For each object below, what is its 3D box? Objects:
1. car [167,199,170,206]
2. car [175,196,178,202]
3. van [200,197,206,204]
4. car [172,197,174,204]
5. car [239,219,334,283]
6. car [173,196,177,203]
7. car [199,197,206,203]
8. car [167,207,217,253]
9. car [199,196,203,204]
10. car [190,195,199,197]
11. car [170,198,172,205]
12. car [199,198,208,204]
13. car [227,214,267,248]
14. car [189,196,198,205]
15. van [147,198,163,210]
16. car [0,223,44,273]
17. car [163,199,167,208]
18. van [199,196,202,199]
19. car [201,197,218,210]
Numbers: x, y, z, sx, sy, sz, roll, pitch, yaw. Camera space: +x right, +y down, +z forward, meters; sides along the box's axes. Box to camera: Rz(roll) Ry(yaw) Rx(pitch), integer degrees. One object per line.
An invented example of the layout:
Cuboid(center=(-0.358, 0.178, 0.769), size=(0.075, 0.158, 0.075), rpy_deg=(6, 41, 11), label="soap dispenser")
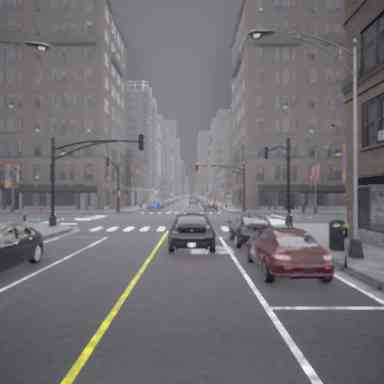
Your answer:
Cuboid(center=(-5.689, 2.151, 61.277), size=(1.947, 1.339, 4.313), rpy_deg=(0, -1, 0), label="car")
Cuboid(center=(-5.574, 2.395, 89.617), size=(1.887, 1.381, 4.507), rpy_deg=(0, -1, 0), label="car")
Cuboid(center=(2.951, 2.191, 89.594), size=(1.690, 1.788, 3.998), rpy_deg=(0, -1, 0), label="van")
Cuboid(center=(-5.643, 2.258, 72.613), size=(1.947, 1.339, 4.313), rpy_deg=(0, -1, 0), label="car")
Cuboid(center=(2.664, 1.674, 9.667), size=(1.802, 1.307, 4.206), rpy_deg=(0, -1, 0), label="car")
Cuboid(center=(-5.597, 2.364, 83.949), size=(1.947, 1.339, 4.313), rpy_deg=(0, -1, 0), label="car")
Cuboid(center=(2.974, 2.341, 95.262), size=(1.967, 1.590, 4.097), rpy_deg=(0, -1, 0), label="car")
Cuboid(center=(0.000, 1.643, 14.295), size=(1.837, 1.490, 4.892), rpy_deg=(0, 0, 0), label="car")
Cuboid(center=(2.837, 2.025, 61.248), size=(1.967, 1.590, 4.097), rpy_deg=(0, -1, 0), label="car")
Cuboid(center=(0.284, 1.889, 89.516), size=(2.150, 2.045, 5.566), rpy_deg=(0, -1, 0), label="car")
Cuboid(center=(-5.666, 2.221, 66.945), size=(1.802, 1.307, 4.206), rpy_deg=(0, -1, 0), label="car")
Cuboid(center=(2.928, 2.348, 83.923), size=(2.008, 1.369, 4.403), rpy_deg=(0, -1, 0), label="car")
Cuboid(center=(2.662, 1.695, 15.261), size=(2.008, 1.369, 4.403), rpy_deg=(0, -1, 0), label="car")
Cuboid(center=(0.240, 2.274, 78.645), size=(1.994, 1.385, 4.181), rpy_deg=(0, -1, 0), label="car")
Cuboid(center=(-5.735, 1.818, 49.943), size=(1.690, 1.788, 3.998), rpy_deg=(0, -1, 0), label="van")
Cuboid(center=(-5.862, 1.643, 9.658), size=(2.008, 1.369, 4.403), rpy_deg=(0, -1, 0), label="car")
Cuboid(center=(-5.712, 1.971, 55.611), size=(1.967, 1.590, 4.097), rpy_deg=(0, -1, 0), label="car")
Cuboid(center=(2.882, 2.033, 72.587), size=(1.690, 1.788, 3.998), rpy_deg=(0, -1, 0), label="van")
Cuboid(center=(2.791, 1.916, 49.910), size=(1.967, 1.590, 4.097), rpy_deg=(0, -1, 0), label="car")
